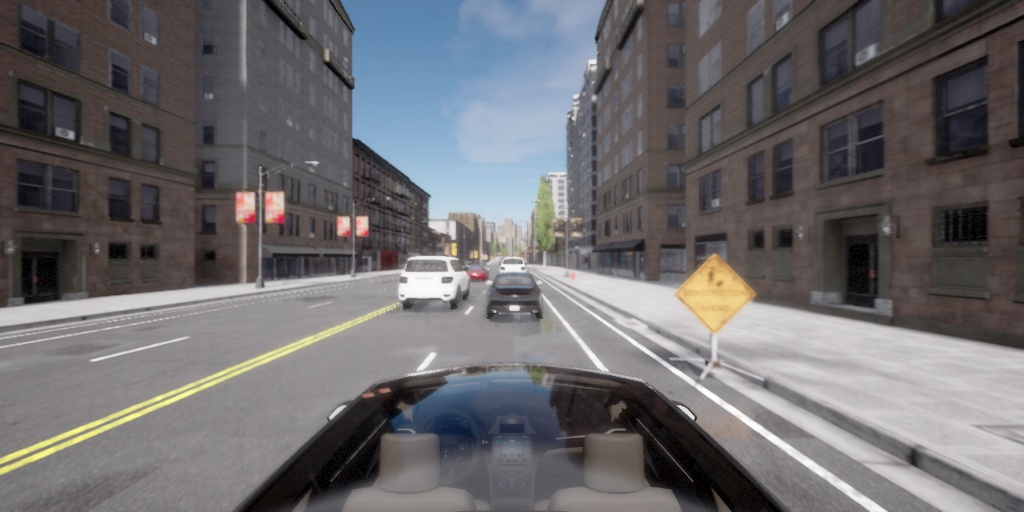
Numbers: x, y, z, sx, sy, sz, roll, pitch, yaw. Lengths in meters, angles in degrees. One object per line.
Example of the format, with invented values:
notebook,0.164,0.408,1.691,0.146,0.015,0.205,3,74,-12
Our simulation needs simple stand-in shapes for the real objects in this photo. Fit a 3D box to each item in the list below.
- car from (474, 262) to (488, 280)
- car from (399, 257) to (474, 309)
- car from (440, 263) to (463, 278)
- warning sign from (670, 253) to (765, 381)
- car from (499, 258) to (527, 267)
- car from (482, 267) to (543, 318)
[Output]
car,-3.153,1.528,32.440,1.994,1.385,4.181,0,-1,0
car,-3.155,1.055,15.561,2.150,2.045,5.566,0,0,0
car,-6.589,1.556,39.452,1.812,1.442,4.674,0,-1,0
warning sign,3.225,0.888,5.757,1.300,1.860,1.060,0,0,0
car,0.098,1.170,30.739,2.150,2.045,5.566,0,0,0
car,0.088,1.325,13.241,1.837,1.490,4.892,0,0,0
